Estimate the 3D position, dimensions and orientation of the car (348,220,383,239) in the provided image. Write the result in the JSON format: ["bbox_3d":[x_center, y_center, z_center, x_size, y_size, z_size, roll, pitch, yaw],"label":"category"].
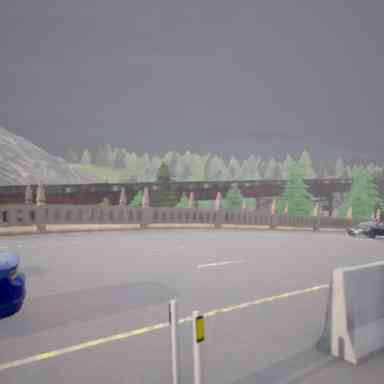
[{"bbox_3d":[14.806,3.080,27.447,4.674,1.442,1.812,6,-4,-35],"label":"car"}]

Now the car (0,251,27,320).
[{"bbox_3d":[-5.108,1.486,4.648,5.008,1.535,1.882,0,0,-36],"label":"car"}]
